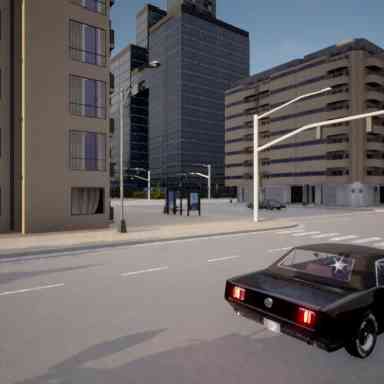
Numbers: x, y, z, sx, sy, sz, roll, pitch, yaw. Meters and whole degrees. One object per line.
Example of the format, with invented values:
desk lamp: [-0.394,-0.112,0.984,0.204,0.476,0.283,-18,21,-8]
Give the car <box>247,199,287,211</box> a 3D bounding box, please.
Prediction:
car: [9.520,1.603,42.762,2.033,1.411,5.357,0,0,-38]

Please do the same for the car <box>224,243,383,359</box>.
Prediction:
car: [2.922,1.601,6.009,4.718,1.301,1.895,0,0,-36]
